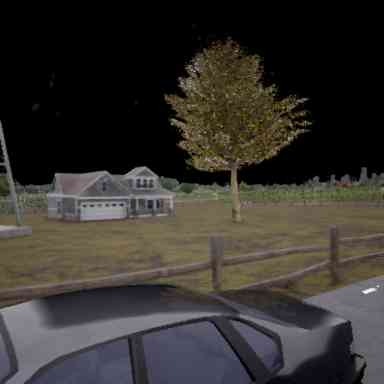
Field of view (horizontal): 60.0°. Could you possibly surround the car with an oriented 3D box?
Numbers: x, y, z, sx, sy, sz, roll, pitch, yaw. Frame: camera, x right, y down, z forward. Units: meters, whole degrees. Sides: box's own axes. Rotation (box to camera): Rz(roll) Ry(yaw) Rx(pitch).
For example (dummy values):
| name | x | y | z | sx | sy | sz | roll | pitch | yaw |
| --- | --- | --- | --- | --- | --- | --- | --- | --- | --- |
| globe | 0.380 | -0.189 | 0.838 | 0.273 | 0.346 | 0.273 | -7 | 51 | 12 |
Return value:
| name | x | y | z | sx | sy | sz | roll | pitch | yaw |
| --- | --- | --- | --- | --- | --- | --- | --- | --- | --- |
| car | -0.822 | 1.546 | 2.479 | 5.357 | 1.411 | 2.033 | 0 | 0 | -36 |
